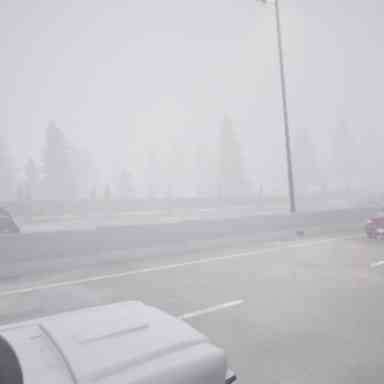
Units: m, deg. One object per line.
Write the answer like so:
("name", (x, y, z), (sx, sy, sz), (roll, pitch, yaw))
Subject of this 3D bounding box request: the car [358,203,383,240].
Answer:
("car", (9.517, 1.374, 14.821), (4.674, 1.442, 1.812), (0, 0, -35))

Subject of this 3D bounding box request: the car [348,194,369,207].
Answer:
("car", (20.795, 1.019, 40.247), (4.902, 1.511, 2.128), (-3, 1, -35))

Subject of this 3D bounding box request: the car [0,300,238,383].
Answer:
("car", (-1.925, 1.607, 2.373), (4.718, 1.301, 1.895), (-1, 0, -35))

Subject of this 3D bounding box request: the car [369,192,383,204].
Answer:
("car", (22.660, 0.753, 37.286), (5.566, 2.045, 2.150), (-3, 2, -35))

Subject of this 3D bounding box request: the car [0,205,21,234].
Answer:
("car", (-9.888, 1.356, 14.133), (4.553, 1.767, 2.097), (-1, 0, -35))
